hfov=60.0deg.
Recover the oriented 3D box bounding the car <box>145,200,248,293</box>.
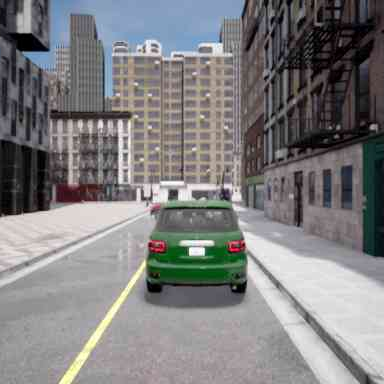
[{"bbox_3d":[0.118,1.210,8.955,2.150,2.045,5.566,0,0,1],"label":"car"}]

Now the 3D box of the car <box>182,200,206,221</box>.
[{"bbox_3d":[0.178,1.458,28.134,1.837,1.490,4.892,0,0,0],"label":"car"}]

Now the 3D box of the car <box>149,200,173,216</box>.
[{"bbox_3d":[-3.005,1.543,32.794,1.895,1.301,4.718,0,0,0],"label":"car"}]
